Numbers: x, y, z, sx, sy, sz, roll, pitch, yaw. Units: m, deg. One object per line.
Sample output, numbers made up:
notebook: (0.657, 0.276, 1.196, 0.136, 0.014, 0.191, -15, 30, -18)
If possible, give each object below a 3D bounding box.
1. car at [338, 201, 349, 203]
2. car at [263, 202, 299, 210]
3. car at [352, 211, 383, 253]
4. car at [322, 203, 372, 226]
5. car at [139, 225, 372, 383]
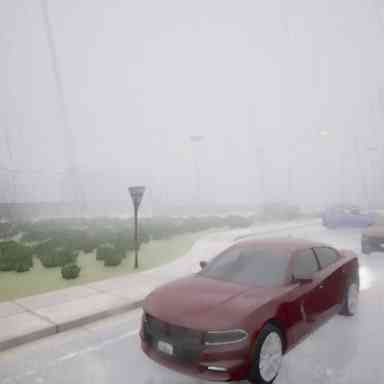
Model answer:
car: (26.472, 2.352, 58.573, 3.905, 1.438, 1.784, -2, -2, 43)
car: (11.252, 2.061, 42.030, 4.605, 1.855, 1.932, -2, -2, 43)
car: (8.470, 1.632, 13.541, 1.882, 1.535, 5.008, -2, -2, 43)
car: (11.368, 1.788, 22.741, 4.611, 1.667, 2.242, -2, -2, 43)
car: (1.361, 1.595, 5.830, 1.882, 1.535, 5.008, -2, -2, 42)
